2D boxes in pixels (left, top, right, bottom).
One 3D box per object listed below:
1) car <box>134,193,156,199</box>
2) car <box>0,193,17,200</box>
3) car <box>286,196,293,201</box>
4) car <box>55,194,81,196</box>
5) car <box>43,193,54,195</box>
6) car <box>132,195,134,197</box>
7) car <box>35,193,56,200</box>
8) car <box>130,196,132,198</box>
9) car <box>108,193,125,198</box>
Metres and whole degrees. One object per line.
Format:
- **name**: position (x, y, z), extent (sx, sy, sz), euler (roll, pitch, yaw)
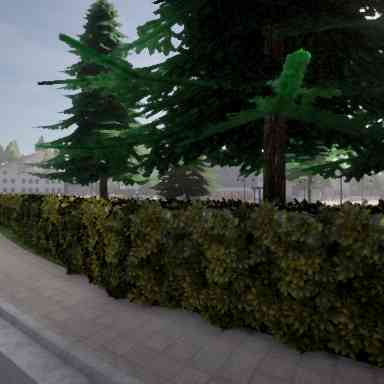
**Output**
- **car**: position (-7.949, 1.384, 60.636), extent (3.806, 1.475, 1.970), euler (0, 0, -36)
- **car**: position (-44.668, 1.077, 80.711), extent (3.866, 1.878, 1.905), euler (0, 0, -36)
- **car**: position (15.186, 1.505, 56.295), extent (4.892, 1.490, 1.837), euler (0, -3, -21)
- **car**: position (-23.873, 1.320, 63.962), extent (3.633, 1.501, 1.845), euler (0, 0, -36)
- **car**: position (-29.670, 1.298, 72.102), extent (4.514, 1.523, 2.007), euler (0, 0, -36)
- **car**: position (-10.916, 1.097, 77.718), extent (4.605, 1.855, 1.932), euler (0, 0, -36)
- **car**: position (-36.361, 1.097, 82.633), extent (4.605, 1.855, 1.932), euler (0, 0, -36)
- **car**: position (-12.946, 1.077, 79.837), extent (3.866, 1.878, 1.905), euler (0, 0, -36)
- **car**: position (-20.412, 1.154, 90.228), extent (5.027, 1.636, 2.152), euler (0, 0, -36)
